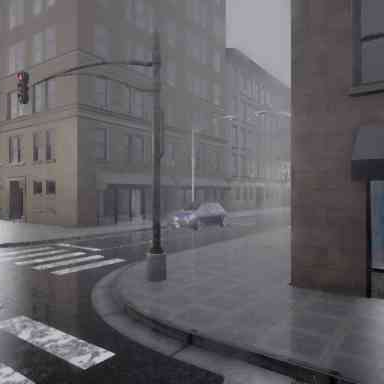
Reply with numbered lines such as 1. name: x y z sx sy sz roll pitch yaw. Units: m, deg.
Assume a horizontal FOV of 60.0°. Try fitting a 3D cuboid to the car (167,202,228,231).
1. car: 0.446 1.459 21.464 2.097 1.767 4.553 0 0 35
